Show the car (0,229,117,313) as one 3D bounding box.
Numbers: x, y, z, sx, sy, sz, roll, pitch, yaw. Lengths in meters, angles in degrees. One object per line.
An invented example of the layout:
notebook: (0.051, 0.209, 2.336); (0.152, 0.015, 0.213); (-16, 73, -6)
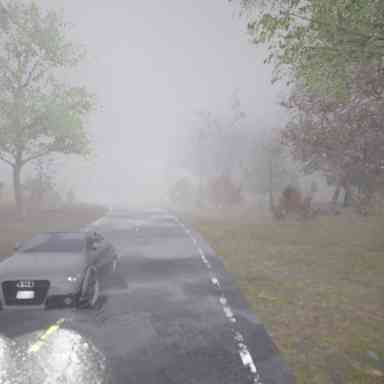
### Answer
car: (-2.995, 1.589, 7.725); (1.994, 1.385, 4.181); (0, 0, -4)
